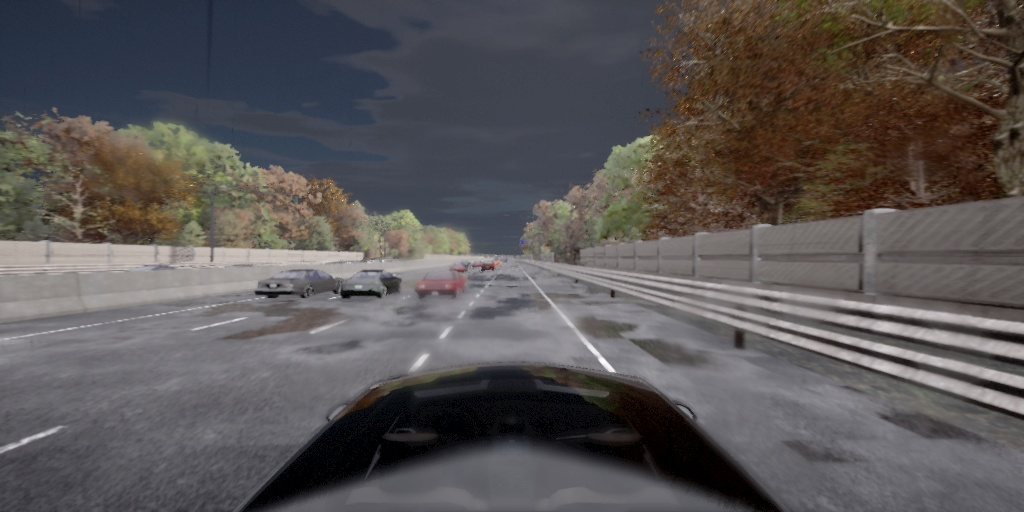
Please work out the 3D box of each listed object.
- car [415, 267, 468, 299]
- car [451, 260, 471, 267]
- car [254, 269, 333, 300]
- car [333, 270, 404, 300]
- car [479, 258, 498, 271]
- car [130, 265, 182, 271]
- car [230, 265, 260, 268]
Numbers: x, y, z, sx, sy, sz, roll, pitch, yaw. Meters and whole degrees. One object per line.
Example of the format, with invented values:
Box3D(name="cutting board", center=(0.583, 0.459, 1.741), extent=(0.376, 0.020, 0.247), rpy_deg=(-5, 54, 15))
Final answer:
Box3D(name="car", center=(-3.497, 1.428, 18.550), extent=(1.895, 1.301, 4.718), rpy_deg=(0, 0, 0))
Box3D(name="car", center=(-7.000, 1.528, 47.602), extent=(1.994, 1.385, 4.181), rpy_deg=(0, 0, 0))
Box3D(name="car", center=(-10.496, 1.363, 18.269), extent=(2.033, 1.411, 5.357), rpy_deg=(0, 0, 0))
Box3D(name="car", center=(-7.001, 1.385, 18.376), extent=(1.994, 1.385, 4.181), rpy_deg=(0, 0, 0))
Box3D(name="car", center=(-3.501, 1.478, 53.984), extent=(1.882, 1.535, 5.008), rpy_deg=(0, 0, 0))
Box3D(name="car", center=(-24.553, 1.351, 24.475), extent=(1.812, 1.442, 4.674), rpy_deg=(0, -1, 1))
Box3D(name="car", center=(-21.019, 1.395, 27.962), extent=(2.033, 1.411, 5.357), rpy_deg=(0, 0, 0))
